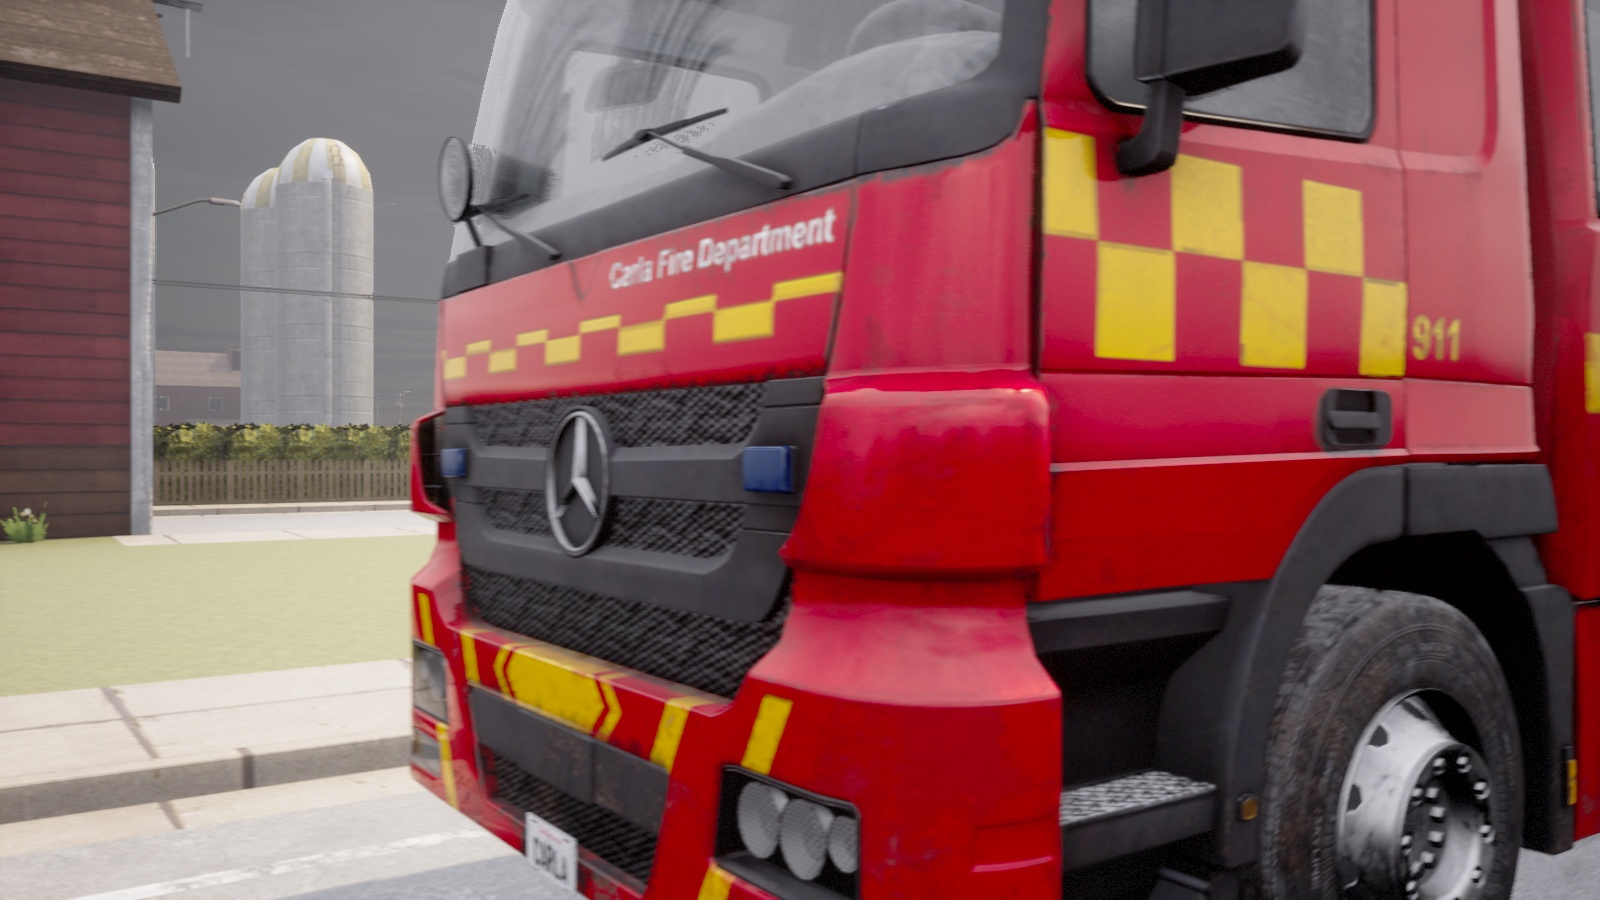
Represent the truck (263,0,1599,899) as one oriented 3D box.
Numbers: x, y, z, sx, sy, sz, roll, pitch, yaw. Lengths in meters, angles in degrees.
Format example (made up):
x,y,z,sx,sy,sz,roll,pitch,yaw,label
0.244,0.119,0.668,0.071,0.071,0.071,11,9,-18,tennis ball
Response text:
x,y,z,sx,sy,sz,roll,pitch,yaw,label
2.516,-0.431,5.415,8.468,3.827,2.891,0,0,-35,truck
